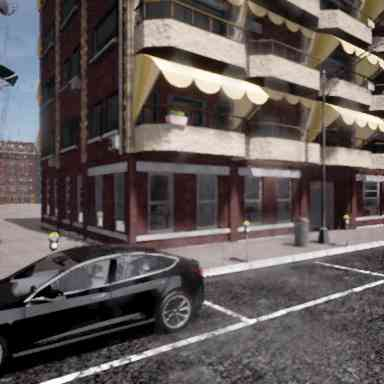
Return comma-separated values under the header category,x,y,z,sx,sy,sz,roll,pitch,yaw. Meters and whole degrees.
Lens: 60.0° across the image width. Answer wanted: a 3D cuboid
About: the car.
category,x,y,z,sx,sy,sz,roll,pitch,yaw
car,-1.752,1.579,5.318,4.313,1.339,1.947,1,-1,-35
